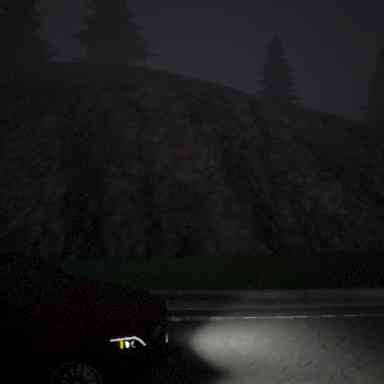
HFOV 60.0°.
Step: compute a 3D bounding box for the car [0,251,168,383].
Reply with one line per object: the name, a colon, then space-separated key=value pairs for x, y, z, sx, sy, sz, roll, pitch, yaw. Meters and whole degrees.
car: x=-2.646 y=1.525 z=4.186 sx=4.674 sy=1.442 sz=1.812 roll=0 pitch=0 yaw=2
